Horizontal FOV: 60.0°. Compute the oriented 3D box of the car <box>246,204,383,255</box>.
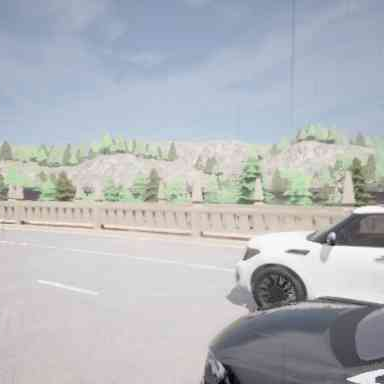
[{"bbox_3d":[3.500,1.192,5.649,5.566,2.045,2.150,0,0,35],"label":"car"}]

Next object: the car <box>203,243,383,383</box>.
[{"bbox_3d":[2.316,1.477,2.172,4.902,1.511,2.128,0,0,36],"label":"car"}]
